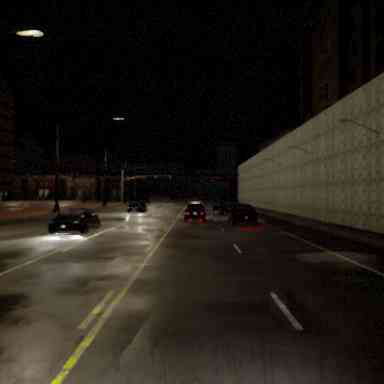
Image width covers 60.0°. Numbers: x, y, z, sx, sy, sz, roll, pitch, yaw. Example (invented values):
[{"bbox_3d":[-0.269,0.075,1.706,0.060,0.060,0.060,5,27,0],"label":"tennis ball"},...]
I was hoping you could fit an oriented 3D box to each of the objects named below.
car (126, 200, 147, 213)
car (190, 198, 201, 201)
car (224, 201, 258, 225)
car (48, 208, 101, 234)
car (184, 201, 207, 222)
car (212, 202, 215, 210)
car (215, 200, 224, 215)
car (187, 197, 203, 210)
[{"bbox_3d":[-6.613,1.769,40.483,1.812,1.442,4.674,0,0,1],"label":"car"},{"bbox_3d":[0.354,1.718,37.110,2.128,1.511,4.902,0,0,1],"label":"car"},{"bbox_3d":[3.841,1.644,25.801,1.882,1.535,5.008,0,0,1],"label":"car"},{"bbox_3d":[-6.916,1.667,19.878,1.994,1.385,4.181,0,0,1],"label":"car"},{"bbox_3d":[0.292,1.720,28.265,2.033,1.411,5.357,0,0,2],"label":"car"},{"bbox_3d":[3.973,1.864,47.807,1.994,1.385,4.181,0,0,1],"label":"car"},{"bbox_3d":[3.947,1.709,36.422,1.882,1.535,5.008,0,0,1],"label":"car"},{"bbox_3d":[0.469,1.640,47.493,2.097,1.767,4.553,0,0,1],"label":"car"}]
